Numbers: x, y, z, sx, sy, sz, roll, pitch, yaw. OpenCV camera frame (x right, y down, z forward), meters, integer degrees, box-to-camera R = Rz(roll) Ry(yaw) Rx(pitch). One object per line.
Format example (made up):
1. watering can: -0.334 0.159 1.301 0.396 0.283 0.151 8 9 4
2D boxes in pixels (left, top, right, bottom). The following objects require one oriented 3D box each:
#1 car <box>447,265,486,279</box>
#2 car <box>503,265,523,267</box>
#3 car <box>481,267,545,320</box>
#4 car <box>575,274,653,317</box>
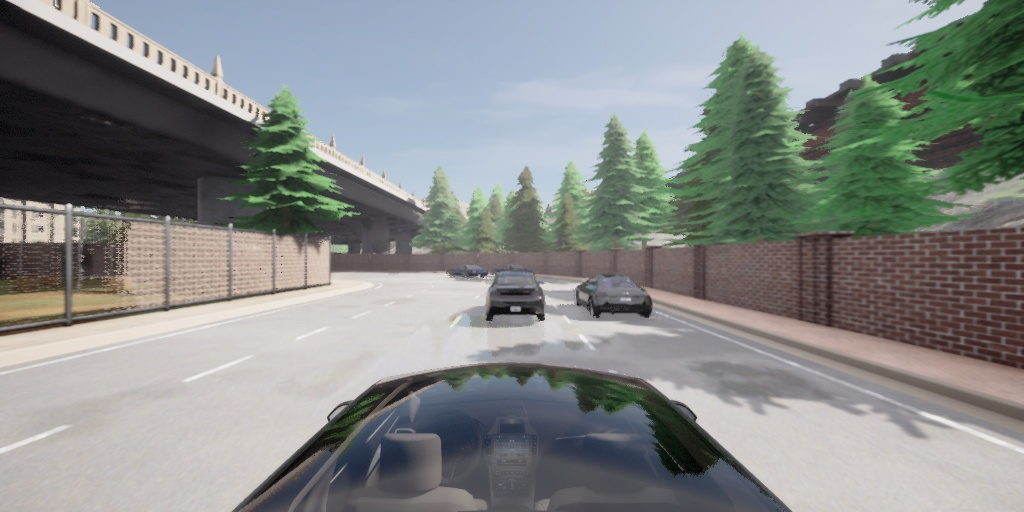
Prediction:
1. car: -4.376 1.474 34.442 1.895 1.301 4.718 0 0 -39
2. car: -0.109 1.475 34.748 1.895 1.301 4.718 0 0 -33
3. car: 0.108 1.296 12.756 1.837 1.490 4.892 0 0 0
4. car: 3.609 1.358 13.384 1.994 1.385 4.181 0 0 0
